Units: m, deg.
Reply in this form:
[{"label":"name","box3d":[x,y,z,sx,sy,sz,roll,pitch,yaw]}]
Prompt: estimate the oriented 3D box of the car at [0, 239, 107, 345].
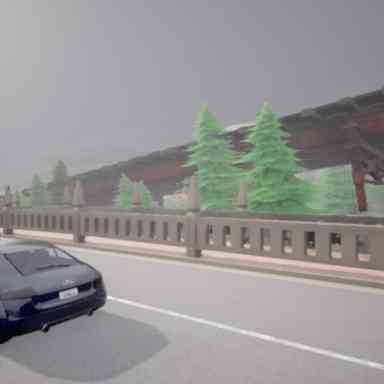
[{"label":"car","box3d":[-3.641,1.653,6.589,4.181,1.385,1.994,-1,-1,36]}]
